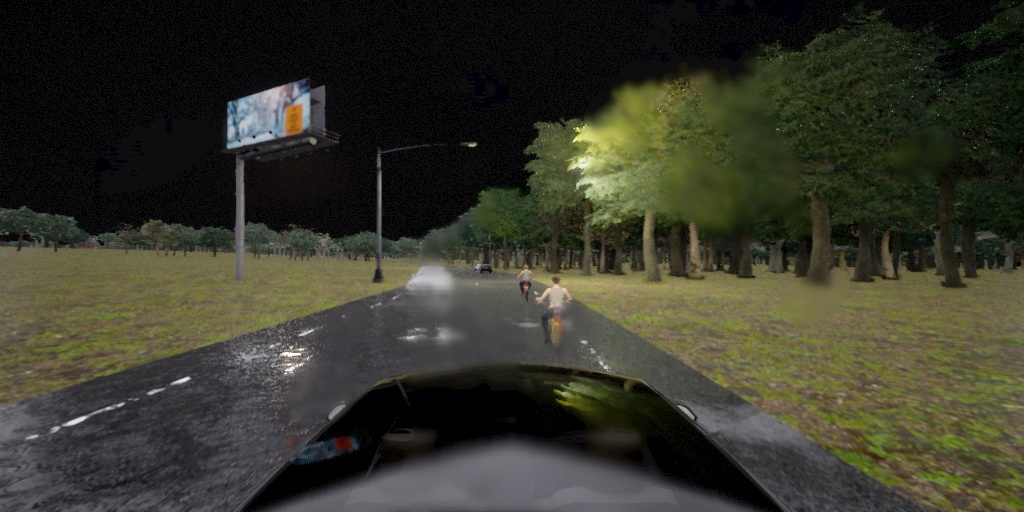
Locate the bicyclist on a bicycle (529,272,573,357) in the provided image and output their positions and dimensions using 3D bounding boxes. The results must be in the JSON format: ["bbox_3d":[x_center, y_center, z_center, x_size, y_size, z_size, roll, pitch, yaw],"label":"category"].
[{"bbox_3d":[0.907,1.189,7.561,0.866,1.612,1.509,0,0,-1],"label":"bicyclist on a bicycle"}]

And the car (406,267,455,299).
[{"bbox_3d":[-4.019,1.292,18.329,1.812,1.442,4.674,0,0,-3],"label":"car"}]

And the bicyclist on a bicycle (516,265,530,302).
[{"bbox_3d":[0.618,1.196,16.042,0.866,1.612,1.509,0,0,-2],"label":"bicyclist on a bicycle"}]

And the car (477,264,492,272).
[{"bbox_3d":[-4.584,2.045,61.913,1.837,1.490,4.892,0,-1,-8],"label":"car"}]
